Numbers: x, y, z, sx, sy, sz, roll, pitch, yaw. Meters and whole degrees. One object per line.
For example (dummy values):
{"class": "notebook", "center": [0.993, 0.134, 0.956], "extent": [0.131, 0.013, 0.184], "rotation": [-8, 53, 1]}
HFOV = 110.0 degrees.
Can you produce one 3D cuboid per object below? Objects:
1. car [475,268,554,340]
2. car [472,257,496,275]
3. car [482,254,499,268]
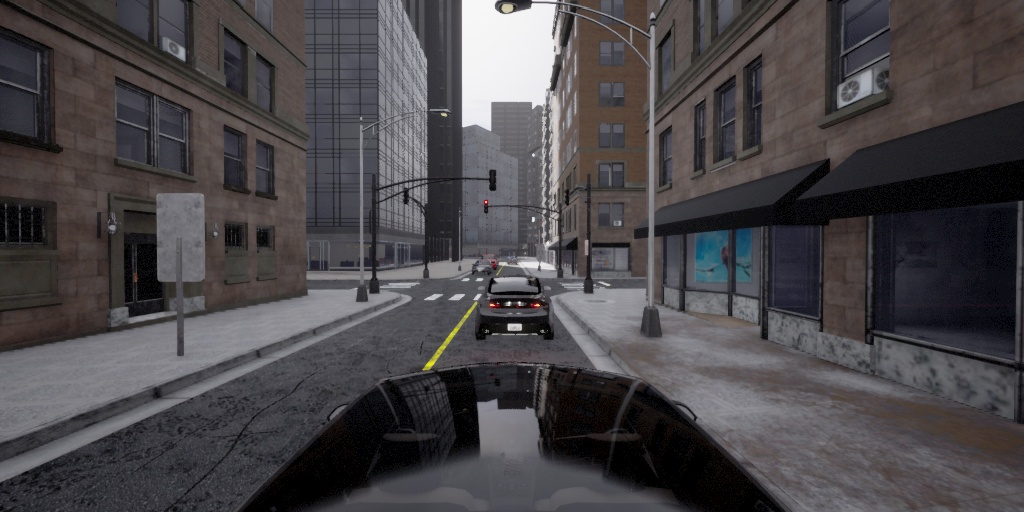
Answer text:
{"class": "car", "center": [0.070, 1.252, 9.972], "extent": [1.837, 1.490, 4.892], "rotation": [0, 0, 0]}
{"class": "car", "center": [-3.134, 1.163, 37.962], "extent": [2.128, 1.511, 4.902], "rotation": [0, 0, 0]}
{"class": "car", "center": [-3.151, 0.809, 48.266], "extent": [2.150, 2.045, 5.566], "rotation": [0, 1, 0]}
